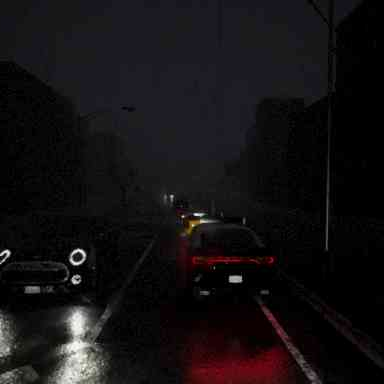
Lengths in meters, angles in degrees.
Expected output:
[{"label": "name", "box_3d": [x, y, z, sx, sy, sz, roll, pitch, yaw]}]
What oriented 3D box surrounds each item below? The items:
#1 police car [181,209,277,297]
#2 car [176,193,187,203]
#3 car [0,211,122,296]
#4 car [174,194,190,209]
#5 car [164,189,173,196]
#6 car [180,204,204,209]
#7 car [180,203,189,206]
[{"label": "police car", "box_3d": [0.744, 1.475, 8.875, 1.930, 1.638, 5.238, 0, -1, -2]}, {"label": "car", "box_3d": [-1.886, 1.053, 59.198, 1.994, 1.385, 4.181, 0, 3, -2]}, {"label": "car", "box_3d": [-3.281, 1.410, 8.965, 2.097, 1.767, 4.553, 0, -1, -2]}, {"label": "car", "box_3d": [-1.403, 1.529, 45.555, 1.837, 1.490, 4.892, 0, 2, -2]}, {"label": "car", "box_3d": [-5.572, 0.115, 79.046, 1.812, 1.442, 4.674, 0, 2, -2]}, {"label": "car", "box_3d": [0.400, 1.669, 18.975, 1.801, 1.575, 5.366, 0, -1, -2]}, {"label": "car", "box_3d": [0.201, 1.796, 24.786, 1.812, 1.442, 4.674, 0, 0, -2]}]
